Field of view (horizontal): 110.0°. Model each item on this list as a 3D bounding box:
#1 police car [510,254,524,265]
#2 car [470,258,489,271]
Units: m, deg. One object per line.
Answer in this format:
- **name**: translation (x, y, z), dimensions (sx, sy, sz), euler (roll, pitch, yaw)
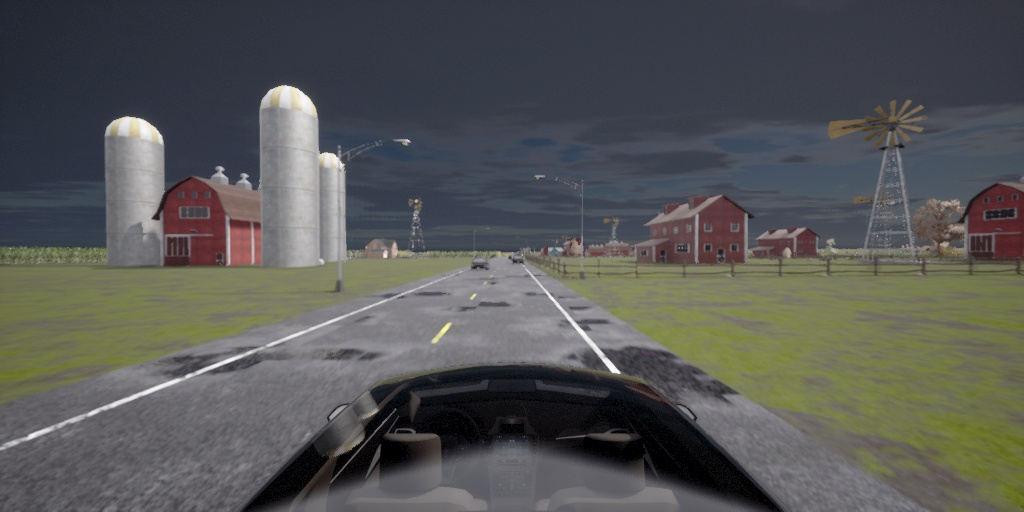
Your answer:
- **police car**: translation (1.036, 0.620, 60.412), dimensions (1.930, 1.638, 5.238), euler (0, 0, 0)
- **car**: translation (-3.576, 0.909, 40.933), dimensions (2.033, 1.411, 5.357), euler (0, 1, 0)
